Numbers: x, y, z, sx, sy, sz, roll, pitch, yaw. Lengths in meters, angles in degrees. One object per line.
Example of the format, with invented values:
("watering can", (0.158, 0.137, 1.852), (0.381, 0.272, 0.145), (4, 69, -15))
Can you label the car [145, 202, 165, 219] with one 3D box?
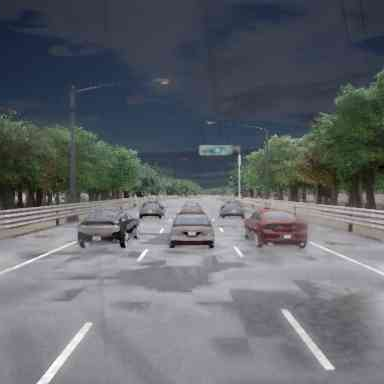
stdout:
("car", (-3.500, 1.589, 29.650), (1.994, 1.385, 4.181), (0, 0, 0))

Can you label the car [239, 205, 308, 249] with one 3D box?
("car", (3.500, 1.487, 14.650), (1.882, 1.535, 5.008), (0, 0, 0))

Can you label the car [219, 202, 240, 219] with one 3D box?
("car", (3.500, 1.589, 29.650), (1.994, 1.385, 4.181), (0, 0, 0))

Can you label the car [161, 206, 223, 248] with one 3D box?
("car", (0.000, 1.566, 14.651), (2.033, 1.411, 5.357), (0, 0, 0))

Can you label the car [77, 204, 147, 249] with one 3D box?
("car", (-3.500, 1.498, 14.650), (2.128, 1.511, 4.902), (0, 0, 0))

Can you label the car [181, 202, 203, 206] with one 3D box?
("car", (0.000, 1.589, 29.651), (1.994, 1.385, 4.181), (0, 0, 0))
